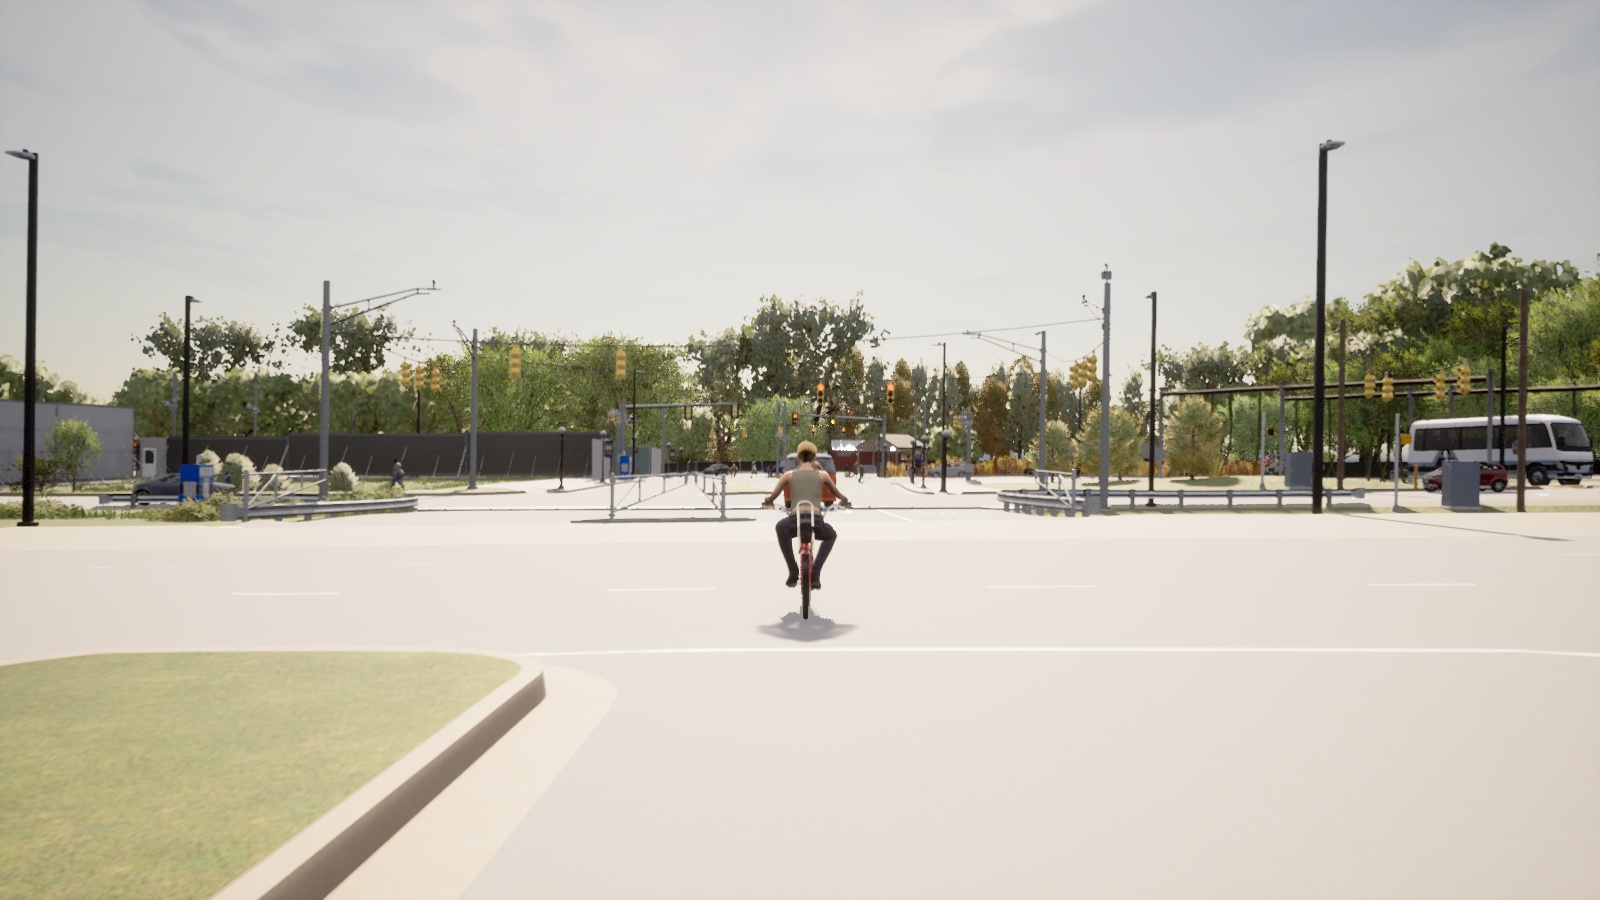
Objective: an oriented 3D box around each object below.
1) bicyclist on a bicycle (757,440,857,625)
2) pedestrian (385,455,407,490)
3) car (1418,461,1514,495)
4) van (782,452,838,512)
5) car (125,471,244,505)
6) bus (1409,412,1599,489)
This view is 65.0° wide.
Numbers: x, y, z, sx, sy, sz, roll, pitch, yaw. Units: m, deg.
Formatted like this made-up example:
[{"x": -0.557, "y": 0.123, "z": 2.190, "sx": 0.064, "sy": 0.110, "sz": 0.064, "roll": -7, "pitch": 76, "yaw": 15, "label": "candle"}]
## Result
[{"x": 0.073, "y": 0.721, "z": 11.683, "sx": 0.866, "sy": 1.612, "sz": 1.509, "roll": 0, "pitch": 0, "yaw": 1, "label": "bicyclist on a bicycle"}, {"x": -21.731, "y": 1.204, "z": 67.552, "sx": 0.900, "sy": 1.855, "sz": 0.874, "roll": 1, "pitch": 0, "yaw": 2, "label": "pedestrian"}, {"x": 32.428, "y": 1.345, "z": 61.212, "sx": 3.705, "sy": 1.549, "sz": 1.789, "roll": -1, "pitch": 0, "yaw": -1, "label": "car"}, {"x": 0.307, "y": 1.066, "z": 44.154, "sx": 1.775, "sy": 1.987, "sz": 4.442, "roll": 0, "pitch": 0, "yaw": -2, "label": "van"}, {"x": -26.722, "y": 1.645, "z": 54.619, "sx": 4.181, "sy": 1.385, "sz": 1.994, "roll": 0, "pitch": 0, "yaw": 0, "label": "car"}, {"x": 41.959, "y": 0.176, "z": 74.521, "sx": 3.944, "sy": 4.253, "sz": 10.273, "roll": 1, "pitch": -2, "yaw": -25, "label": "bus"}]
